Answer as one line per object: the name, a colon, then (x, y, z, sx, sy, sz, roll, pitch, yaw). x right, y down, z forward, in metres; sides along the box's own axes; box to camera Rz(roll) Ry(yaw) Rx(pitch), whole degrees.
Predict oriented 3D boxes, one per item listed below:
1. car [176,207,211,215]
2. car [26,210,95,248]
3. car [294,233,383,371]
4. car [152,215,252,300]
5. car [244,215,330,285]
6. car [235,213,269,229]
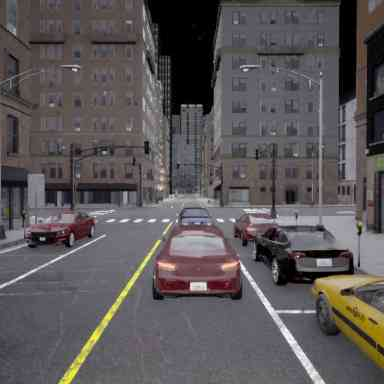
car: (0.136, 1.542, 18.275, 2.033, 1.411, 5.357, 0, 0, -3)
car: (-5.676, 1.540, 14.871, 1.887, 1.381, 4.507, -1, 0, 0)
car: (2.866, 1.524, 3.869, 1.752, 1.417, 4.829, -1, 0, 0)
car: (0.100, 1.523, 8.254, 1.812, 1.442, 4.674, 0, 0, 0)
car: (2.868, 1.563, 9.286, 1.947, 1.339, 4.313, -1, 0, 0)
car: (2.870, 1.577, 14.871, 1.802, 1.307, 4.206, -1, 0, 0)
